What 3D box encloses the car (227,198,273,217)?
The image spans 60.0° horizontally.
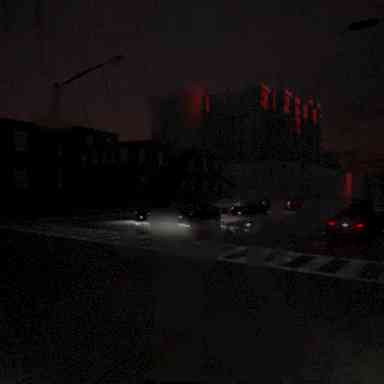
[{"bbox_3d":[5.430,1.518,30.911,1.895,1.301,4.718,0,0,36],"label":"car"}]

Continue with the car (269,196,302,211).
[{"bbox_3d":[11.276,1.269,39.073,2.097,1.767,4.553,0,0,36],"label":"car"}]

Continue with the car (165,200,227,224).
[{"bbox_3d":[0.375,1.481,23.820,1.994,1.385,4.181,0,0,36],"label":"car"}]

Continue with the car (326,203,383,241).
[{"bbox_3d":[8.391,1.530,16.872,2.033,1.411,5.357,0,0,38],"label":"car"}]

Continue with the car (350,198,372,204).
[{"bbox_3d":[19.424,1.440,38.141,1.882,1.535,5.008,0,0,35],"label":"car"}]

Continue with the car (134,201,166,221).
[{"bbox_3d":[-2.143,1.442,26.324,2.033,1.411,5.357,0,0,35],"label":"car"}]

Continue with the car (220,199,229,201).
[{"bbox_3d":[3.442,1.421,34.130,1.812,1.442,4.674,0,0,35],"label":"car"}]

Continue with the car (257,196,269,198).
[{"bbox_3d":[9.061,1.247,41.986,2.097,1.767,4.553,0,0,36],"label":"car"}]
